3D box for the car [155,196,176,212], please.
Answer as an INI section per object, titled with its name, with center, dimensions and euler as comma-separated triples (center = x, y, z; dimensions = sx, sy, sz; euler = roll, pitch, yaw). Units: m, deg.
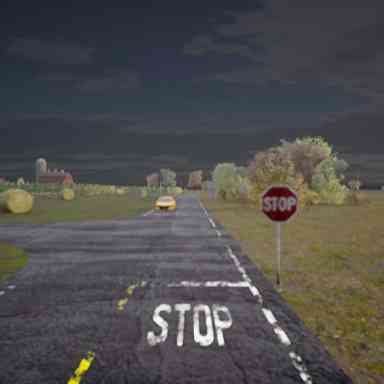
[car]
center = -2.743, 1.245, 35.057
dimensions = 1.882, 1.535, 5.008
euler = 0, 2, 0
